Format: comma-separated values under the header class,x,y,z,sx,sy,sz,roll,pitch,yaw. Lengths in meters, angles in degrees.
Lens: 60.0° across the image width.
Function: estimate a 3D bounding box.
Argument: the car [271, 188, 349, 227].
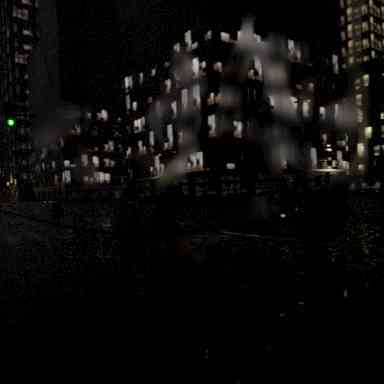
class,x,y,z,sx,sy,sz,roll,pitch,yaw
car,7.134,0.840,19.800,5.566,2.045,2.150,-2,0,-37
